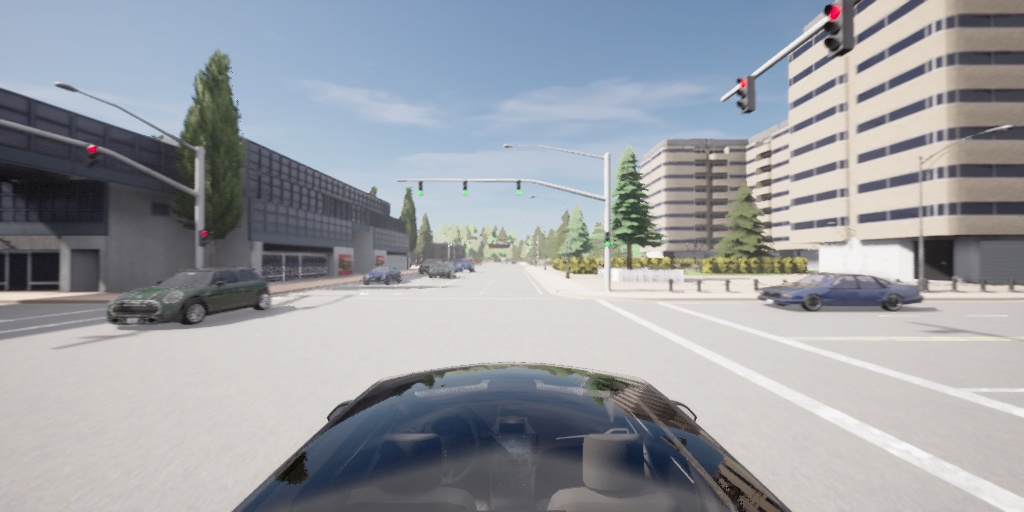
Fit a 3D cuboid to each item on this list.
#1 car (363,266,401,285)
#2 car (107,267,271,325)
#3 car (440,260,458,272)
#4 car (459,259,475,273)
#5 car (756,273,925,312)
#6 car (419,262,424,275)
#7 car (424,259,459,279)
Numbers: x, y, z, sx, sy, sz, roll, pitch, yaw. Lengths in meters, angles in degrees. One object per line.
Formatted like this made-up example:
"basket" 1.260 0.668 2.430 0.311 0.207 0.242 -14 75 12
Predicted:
"car" -10.576 1.529 29.578 1.812 1.442 4.674 0 0 0
"car" -10.513 1.207 12.175 2.097 1.767 4.553 0 0 0
"car" -10.298 1.603 58.812 2.097 1.767 4.553 0 0 0
"car" -6.884 1.421 53.404 2.150 2.045 5.566 0 -1 1
"car" 12.871 1.382 14.226 5.357 1.411 2.033 0 0 0
"car" -10.445 1.375 47.025 2.150 2.045 5.566 0 -1 1
"car" -7.038 1.408 36.415 2.097 1.767 4.553 0 -1 1
